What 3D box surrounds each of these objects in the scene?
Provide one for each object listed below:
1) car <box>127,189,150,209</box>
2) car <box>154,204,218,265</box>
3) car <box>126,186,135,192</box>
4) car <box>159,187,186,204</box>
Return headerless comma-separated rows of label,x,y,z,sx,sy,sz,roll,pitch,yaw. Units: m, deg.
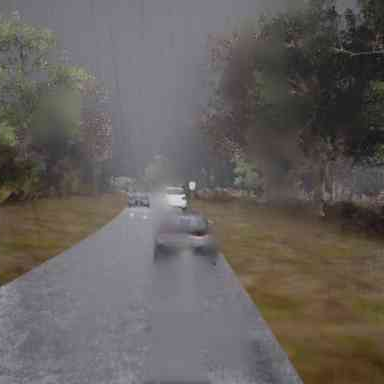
car,-4.931,0.777,31.359,1.994,1.385,4.181,2,2,-7
car,-0.256,1.408,11.346,2.128,1.511,4.902,0,1,-3
car,-13.250,-0.604,71.670,2.128,1.511,4.902,2,1,-16
car,-1.785,0.577,30.143,2.150,2.045,5.566,2,2,-7
